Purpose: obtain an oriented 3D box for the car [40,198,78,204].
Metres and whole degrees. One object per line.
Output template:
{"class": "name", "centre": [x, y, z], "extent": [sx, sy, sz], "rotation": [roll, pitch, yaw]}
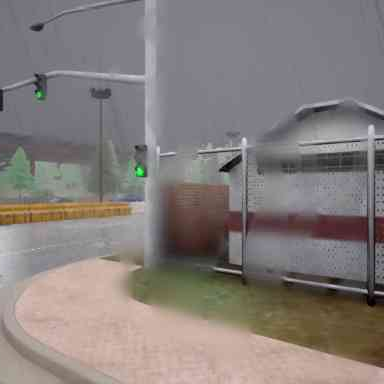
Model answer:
{"class": "car", "centre": [-15.929, 1.505, 39.646], "extent": [1.837, 1.490, 4.892], "rotation": [0, 0, 34]}
